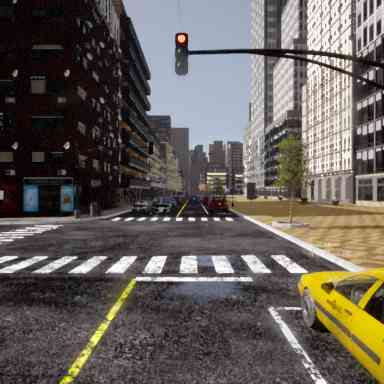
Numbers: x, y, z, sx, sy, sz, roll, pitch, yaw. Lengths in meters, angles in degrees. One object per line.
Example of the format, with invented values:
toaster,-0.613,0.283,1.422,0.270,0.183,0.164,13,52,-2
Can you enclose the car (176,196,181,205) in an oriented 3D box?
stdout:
car,-2.902,1.567,44.740,2.033,1.411,5.357,0,0,0

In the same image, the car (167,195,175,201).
car,-5.310,1.613,85.982,1.752,1.417,4.829,0,0,0

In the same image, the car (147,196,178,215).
car,-2.947,1.502,34.273,2.128,1.511,4.902,0,0,0

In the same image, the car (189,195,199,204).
car,0.398,1.404,66.684,2.097,1.767,4.553,0,0,0

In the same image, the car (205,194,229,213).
car,2.847,1.327,36.375,2.192,1.841,5.009,0,0,0

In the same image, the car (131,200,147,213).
car,-5.531,1.563,36.412,2.008,1.369,4.403,0,0,0

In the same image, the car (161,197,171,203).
car,-5.384,1.639,69.572,1.802,1.307,4.206,0,0,0

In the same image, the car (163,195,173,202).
car,-5.360,1.507,75.098,1.967,1.590,4.097,0,0,0

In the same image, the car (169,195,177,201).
car,-5.285,1.644,91.677,1.887,1.381,4.507,0,0,0

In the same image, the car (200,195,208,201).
car,3.072,1.613,86.284,1.752,1.417,4.829,0,0,0

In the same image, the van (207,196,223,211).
van,2.872,1.358,41.901,1.690,1.788,3.998,0,0,0

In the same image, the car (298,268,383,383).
car,2.704,1.525,4.133,1.752,1.417,4.829,0,0,0

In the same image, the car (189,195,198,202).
car,0.346,1.569,76.579,1.837,1.490,4.892,0,0,0

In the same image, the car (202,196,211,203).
car,2.996,1.602,69.534,1.887,1.381,4.507,0,0,0

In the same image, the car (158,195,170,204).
car,-5.409,1.488,64.045,1.967,1.590,4.097,0,0,0

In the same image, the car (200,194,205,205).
car,2.946,1.354,58.481,2.192,1.841,5.009,0,0,0

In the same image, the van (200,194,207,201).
van,3.094,1.441,91.640,1.690,1.788,3.998,0,0,0
